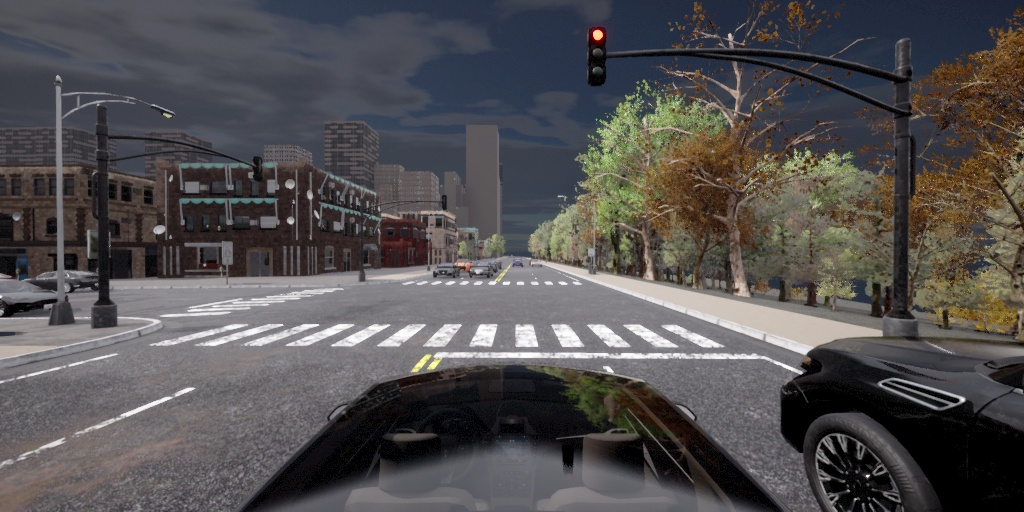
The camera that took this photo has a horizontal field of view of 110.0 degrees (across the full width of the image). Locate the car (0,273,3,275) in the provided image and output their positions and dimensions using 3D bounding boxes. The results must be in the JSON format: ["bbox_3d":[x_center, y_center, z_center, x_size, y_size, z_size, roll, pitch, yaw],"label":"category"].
[{"bbox_3d":[-33.491,1.651,22.436,4.207,1.307,1.802,0,0,1],"label":"car"}]

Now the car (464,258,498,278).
[{"bbox_3d":[-2.816,1.227,33.751,2.128,1.511,4.902,0,0,3],"label":"car"}]

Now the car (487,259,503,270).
[{"bbox_3d":[-2.497,1.216,53.484,2.128,1.511,4.902,0,0,1],"label":"car"}]

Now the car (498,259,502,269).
[{"bbox_3d":[-2.668,1.221,43.242,2.128,1.511,4.902,0,0,1],"label":"car"}]

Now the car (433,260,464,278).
[{"bbox_3d":[-6.076,1.300,33.737,1.994,1.385,4.181,0,0,1],"label":"car"}]

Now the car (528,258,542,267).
[{"bbox_3d":[4.370,1.318,64.102,1.895,1.301,4.718,0,0,1],"label":"car"}]

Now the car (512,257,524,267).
[{"bbox_3d":[1.010,1.244,63.772,1.812,1.442,4.674,0,0,1],"label":"car"}]

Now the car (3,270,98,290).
[{"bbox_3d":[-27.956,1.557,22.337,4.403,1.370,2.007,0,0,1],"label":"car"}]

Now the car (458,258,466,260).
[{"bbox_3d":[-5.909,1.082,43.733,2.097,1.767,4.553,0,0,1],"label":"car"}]

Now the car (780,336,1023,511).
[{"bbox_3d":[3.322,0.972,0.646,2.150,2.045,5.566,0,0,1],"label":"car"}]

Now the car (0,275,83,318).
[{"bbox_3d":[-19.765,1.563,13.688,4.313,1.339,1.948,0,0,1],"label":"car"}]
